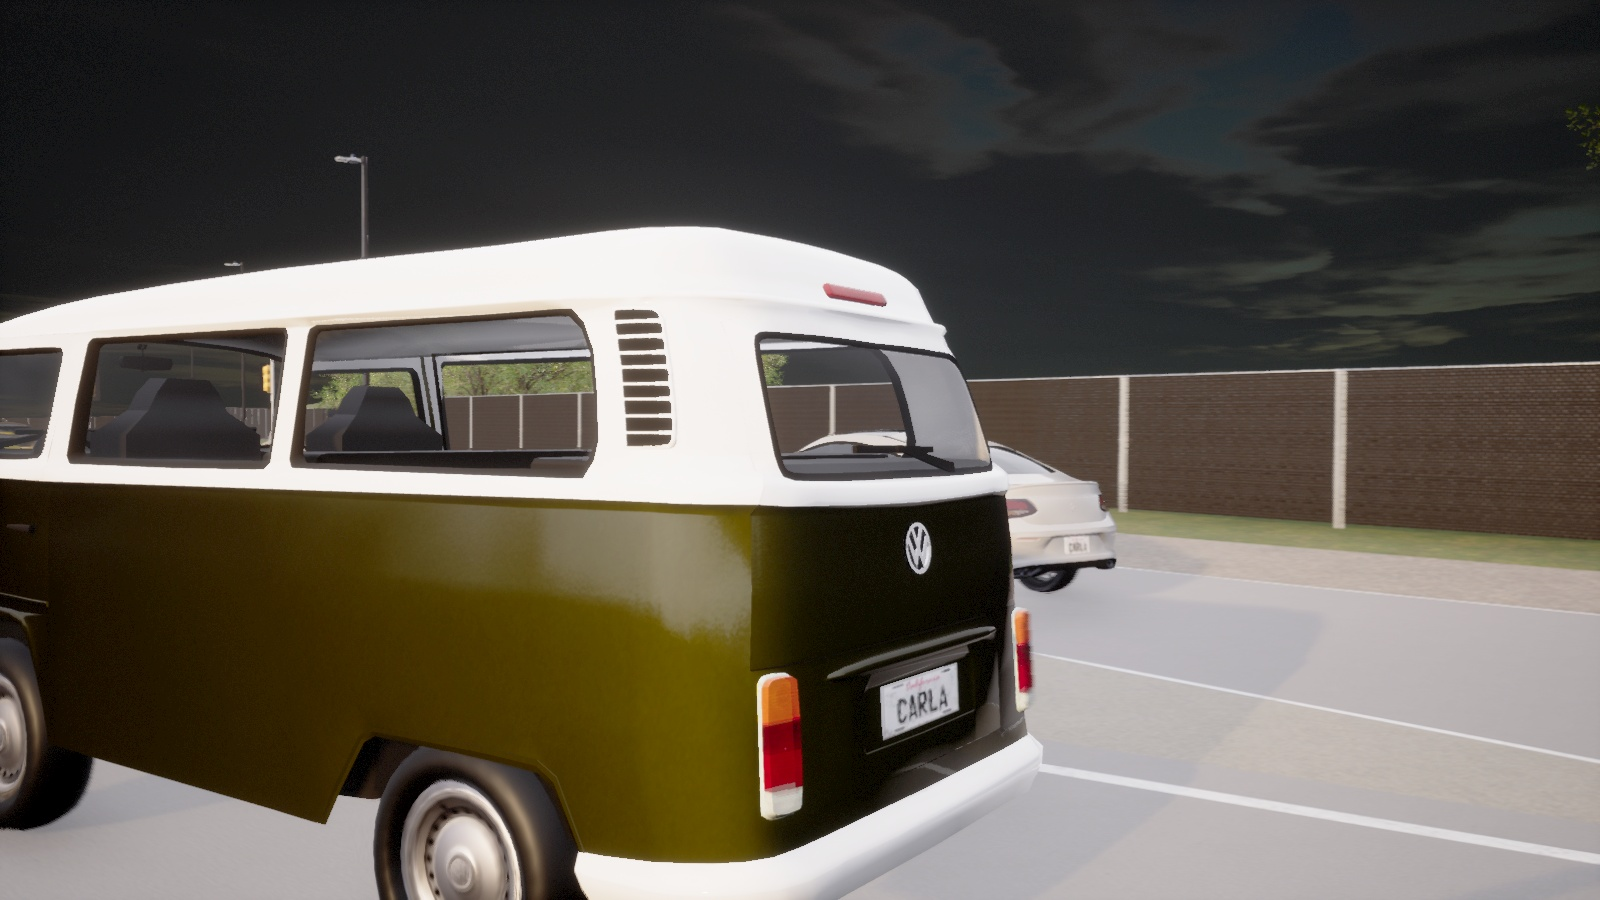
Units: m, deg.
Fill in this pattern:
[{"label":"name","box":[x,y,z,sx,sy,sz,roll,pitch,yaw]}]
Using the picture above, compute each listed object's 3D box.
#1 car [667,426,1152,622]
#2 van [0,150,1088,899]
[{"label":"car","box":[0.777,0.519,11.746,1.812,1.442,4.674,-2,2,-38]},{"label":"van","box":[-1.475,0.407,4.598,4.480,2.038,2.069,0,1,34]}]
